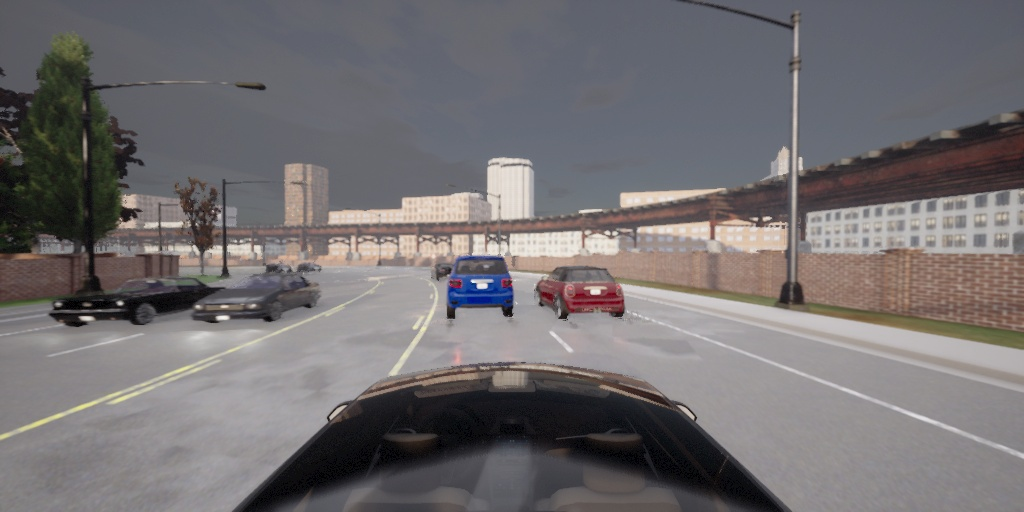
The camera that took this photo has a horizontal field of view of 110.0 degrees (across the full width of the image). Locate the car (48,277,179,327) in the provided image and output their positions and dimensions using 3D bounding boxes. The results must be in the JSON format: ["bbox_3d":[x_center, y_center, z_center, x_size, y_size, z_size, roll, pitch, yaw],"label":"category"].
[{"bbox_3d":[-11.872,1.395,11.902,1.895,1.301,4.718,0,0,-9],"label":"car"}]

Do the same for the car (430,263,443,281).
[{"bbox_3d":[-5.956,1.310,31.273,1.837,1.490,4.892,0,0,-20],"label":"car"}]

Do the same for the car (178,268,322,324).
[{"bbox_3d":[-8.413,1.333,12.536,2.033,1.411,5.357,0,0,-9],"label":"car"}]

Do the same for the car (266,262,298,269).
[{"bbox_3d":[-31.343,1.614,48.161,4.902,1.511,2.128,-1,0,37],"label":"car"}]

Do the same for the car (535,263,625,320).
[{"bbox_3d":[2.234,1.109,12.977,2.097,1.767,4.553,0,0,-8],"label":"car"}]

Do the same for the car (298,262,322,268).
[{"bbox_3d":[-28.399,1.553,50.288,4.902,1.511,2.128,-1,0,39],"label":"car"}]

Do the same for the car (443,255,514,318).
[{"bbox_3d":[-1.302,0.989,13.361,2.150,2.045,5.566,0,0,-9],"label":"car"}]
